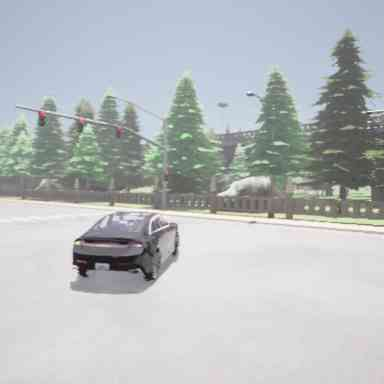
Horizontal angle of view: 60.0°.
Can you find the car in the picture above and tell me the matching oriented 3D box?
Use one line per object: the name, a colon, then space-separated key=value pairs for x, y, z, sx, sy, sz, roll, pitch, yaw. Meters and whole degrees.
car: x=-1.562 y=1.292 z=9.307 sx=2.128 sy=1.511 sz=4.902 roll=1 pitch=1 yaw=7
